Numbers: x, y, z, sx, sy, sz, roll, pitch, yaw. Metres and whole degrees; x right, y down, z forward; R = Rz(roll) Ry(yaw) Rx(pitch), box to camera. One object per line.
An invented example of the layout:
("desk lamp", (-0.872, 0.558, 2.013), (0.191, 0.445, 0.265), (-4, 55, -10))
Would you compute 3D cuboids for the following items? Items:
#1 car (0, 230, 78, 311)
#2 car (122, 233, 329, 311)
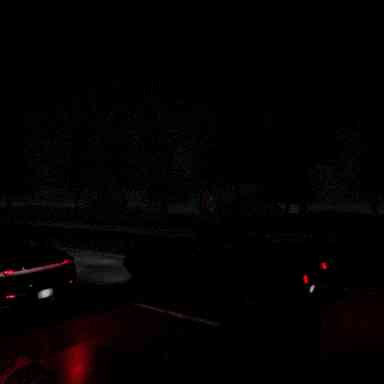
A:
("car", (-4.538, 1.585, 7.229), (4.902, 1.511, 2.128), (-1, 0, 36))
("car", (0.562, 1.648, 7.890), (4.718, 1.301, 1.895), (-1, 0, 36))
